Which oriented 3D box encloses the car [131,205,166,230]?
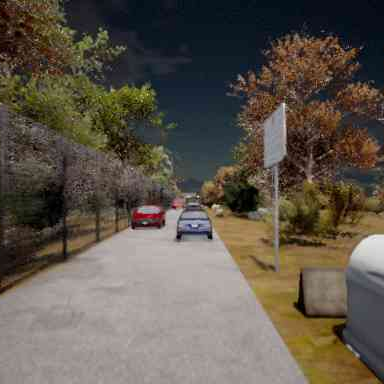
[{"bbox_3d":[-2.807,1.609,22.373,1.882,1.535,5.008,0,-1,0],"label":"car"}]

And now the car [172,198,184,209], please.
[{"bbox_3d":[-2.475,2.236,62.992,2.150,2.045,5.566,0,-2,1],"label":"car"}]

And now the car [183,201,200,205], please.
[{"bbox_3d":[0.219,1.901,39.191,1.837,1.490,4.892,0,-1,0],"label":"car"}]

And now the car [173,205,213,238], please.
[{"bbox_3d":[0.128,1.633,18.015,2.033,1.411,5.357,0,0,0],"label":"car"}]
